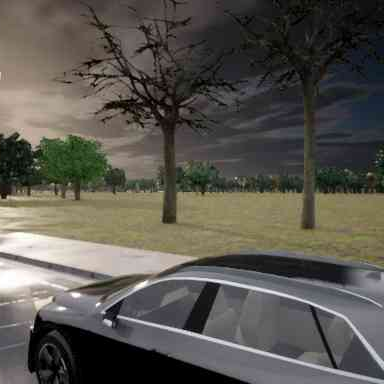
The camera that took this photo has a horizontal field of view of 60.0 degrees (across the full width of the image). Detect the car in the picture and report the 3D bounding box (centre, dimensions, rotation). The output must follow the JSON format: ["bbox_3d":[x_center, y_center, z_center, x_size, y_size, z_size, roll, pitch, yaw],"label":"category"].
[{"bbox_3d":[0.320,1.431,3.346,4.856,1.649,2.033,0,0,36],"label":"car"}]
